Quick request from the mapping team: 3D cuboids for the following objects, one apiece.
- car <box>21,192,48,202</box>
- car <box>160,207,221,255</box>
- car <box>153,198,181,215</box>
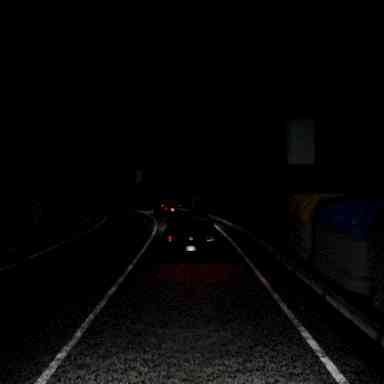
[{"bbox_3d":[-24.731,0.737,52.344,4.902,1.511,2.128,1,0,31],"label":"car"},{"bbox_3d":[-0.068,1.464,12.649,1.895,1.301,4.718,0,1,-1],"label":"car"},{"bbox_3d":[-2.186,1.218,29.034,1.812,1.442,4.674,0,1,-16],"label":"car"}]
